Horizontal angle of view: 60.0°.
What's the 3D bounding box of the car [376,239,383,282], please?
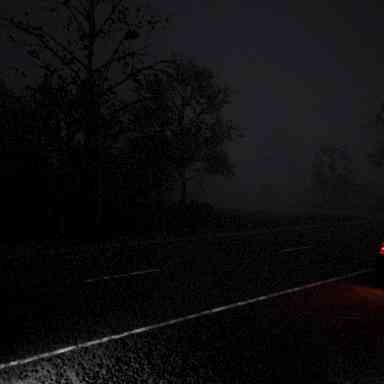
[{"bbox_3d":[6.667,1.353,8.373,4.553,1.767,2.097,0,0,-35],"label":"car"}]
